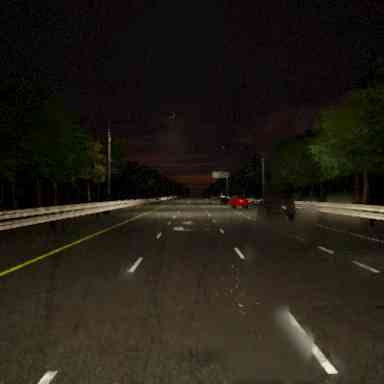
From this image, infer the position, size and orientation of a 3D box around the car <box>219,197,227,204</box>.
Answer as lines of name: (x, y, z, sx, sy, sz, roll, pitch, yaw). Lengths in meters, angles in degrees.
car: (7.316, 1.975, 75.472, 1.837, 1.490, 4.892, 0, 0, 0)

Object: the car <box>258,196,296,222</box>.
car: (7.044, 1.340, 27.998, 2.150, 2.045, 5.566, 0, 0, 0)

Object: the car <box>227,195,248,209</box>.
car: (7.144, 1.504, 50.832, 2.150, 2.045, 5.566, 0, 0, 0)
